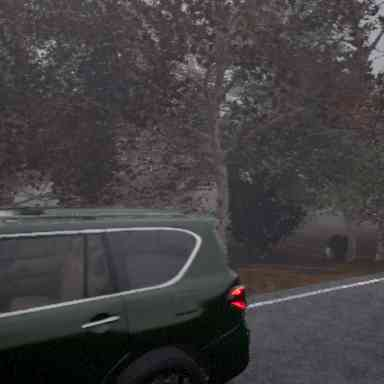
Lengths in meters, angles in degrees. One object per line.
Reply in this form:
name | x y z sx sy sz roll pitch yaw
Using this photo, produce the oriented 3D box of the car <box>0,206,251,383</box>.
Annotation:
car | -2.072 1.185 2.857 5.566 2.045 2.150 0 0 -29
